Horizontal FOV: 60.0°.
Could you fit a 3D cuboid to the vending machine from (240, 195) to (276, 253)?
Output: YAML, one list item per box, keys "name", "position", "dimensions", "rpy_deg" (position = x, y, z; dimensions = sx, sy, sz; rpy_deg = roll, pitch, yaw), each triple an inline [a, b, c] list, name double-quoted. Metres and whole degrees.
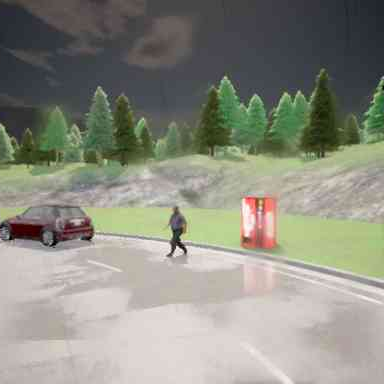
- name: "vending machine"
  position: [2.591, 1.188, 12.978]
  dimensions: [1.100, 2.100, 0.880]
  rpy_deg: [0, 0, -40]

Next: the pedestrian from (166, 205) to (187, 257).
- name: "pedestrian"
  position: [-0.533, 1.288, 11.273]
  dimensions: [0.375, 1.860, 0.375]
  rpy_deg: [0, 0, -42]

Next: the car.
- name: "car"
  position: [-6.612, 1.345, 15.004]
  dimensions: [4.553, 1.767, 2.097]
  rpy_deg: [0, 0, 31]
